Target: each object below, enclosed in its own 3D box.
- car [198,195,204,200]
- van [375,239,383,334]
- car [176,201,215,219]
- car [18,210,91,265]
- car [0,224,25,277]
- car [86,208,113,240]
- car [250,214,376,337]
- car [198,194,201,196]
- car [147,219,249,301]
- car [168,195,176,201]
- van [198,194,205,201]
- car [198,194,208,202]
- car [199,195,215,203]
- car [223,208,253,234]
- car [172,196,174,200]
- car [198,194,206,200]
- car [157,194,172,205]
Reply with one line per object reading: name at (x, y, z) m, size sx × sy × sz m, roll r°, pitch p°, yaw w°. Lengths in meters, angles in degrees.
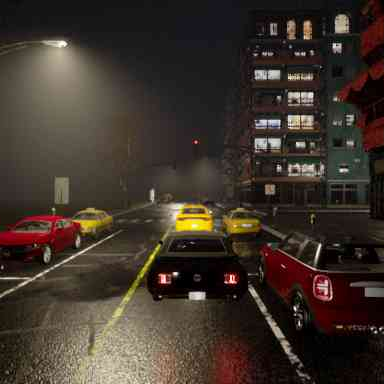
car at (2.566, 1.555, 95.700) m, size 1.752 × 1.417 × 4.829 m, roll 1°, pitch 0°, yaw 0°
van at (2.576, 1.341, 1.093) m, size 1.690 × 1.788 × 3.998 m, roll 1°, pitch 0°, yaw 0°
car at (0.101, 1.482, 18.397) m, size 1.882 × 1.535 × 5.008 m, roll 0°, pitch 0°, yaw 0°
car at (-5.307, 1.547, 11.764) m, size 1.887 × 1.381 × 4.507 m, roll 1°, pitch 0°, yaw 0°
car at (-5.307, 1.552, 6.227) m, size 2.008 × 1.369 × 4.403 m, roll 1°, pitch 0°, yaw 0°
car at (-5.308, 1.529, 17.130) m, size 1.752 × 1.417 × 4.829 m, roll 1°, pitch 0°, yaw 0°
car at (2.575, 1.442, 6.638) m, size 1.967 × 1.590 × 4.097 m, roll 1°, pitch 0°, yaw 0°
car at (2.568, 1.587, 72.886) m, size 1.947 × 1.339 × 4.313 m, roll 1°, pitch 0°, yaw 0°
car at (0.100, 1.603, 8.280) m, size 1.895 × 1.301 × 4.718 m, roll 0°, pitch 0°, yaw 0°
car at (-5.314, 1.609, 89.357) m, size 1.802 × 1.307 × 4.206 m, roll 1°, pitch 0°, yaw 0°
van at (2.569, 1.368, 89.869) m, size 1.690 × 1.788 × 3.998 m, roll 1°, pitch 0°, yaw 0°
car at (2.570, 1.338, 78.547) m, size 2.192 × 1.841 × 5.009 m, roll 1°, pitch 0°, yaw 0°
car at (2.570, 1.565, 50.242) m, size 2.008 × 1.369 × 4.403 m, roll 1°, pitch 0°, yaw 0°
car at (2.573, 1.530, 17.897) m, size 1.752 × 1.417 × 4.829 m, roll 1°, pitch 0°, yaw 0°
car at (-5.309, 1.334, 66.741) m, size 2.192 × 1.841 × 5.009 m, roll 1°, pitch 0°, yaw 0°
car at (2.568, 1.599, 61.564) m, size 1.802 × 1.307 × 4.206 m, roll 1°, pitch 0°, yaw 0°
car at (-5.310, 1.457, 61.086) m, size 1.967 × 1.590 × 4.097 m, roll 1°, pitch 0°, yaw 0°
